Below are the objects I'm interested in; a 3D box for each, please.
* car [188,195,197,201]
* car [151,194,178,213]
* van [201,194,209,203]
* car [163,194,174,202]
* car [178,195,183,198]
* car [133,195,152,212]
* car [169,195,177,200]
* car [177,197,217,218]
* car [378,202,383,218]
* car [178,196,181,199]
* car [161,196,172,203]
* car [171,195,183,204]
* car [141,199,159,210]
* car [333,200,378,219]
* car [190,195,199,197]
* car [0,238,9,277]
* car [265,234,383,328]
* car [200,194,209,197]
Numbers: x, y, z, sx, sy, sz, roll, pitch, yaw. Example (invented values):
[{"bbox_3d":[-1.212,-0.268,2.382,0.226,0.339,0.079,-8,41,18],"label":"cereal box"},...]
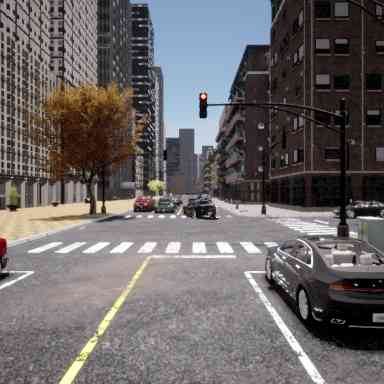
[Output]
[{"bbox_3d":[0.187,1.462,79.043,2.033,1.411,5.357,0,0,0],"label":"car"},{"bbox_3d":[-2.985,1.371,36.995,2.097,1.767,4.553,0,0,-1],"label":"car"},{"bbox_3d":[2.860,1.402,72.431,1.690,1.788,3.998,0,0,0],"label":"van"},{"bbox_3d":[-5.508,1.386,77.973,2.192,1.841,5.009,0,0,0],"label":"car"},{"bbox_3d":[-2.959,1.529,55.291,2.128,1.511,4.902,0,0,0],"label":"car"},{"bbox_3d":[-5.600,1.336,39.313,2.192,1.841,5.009,0,0,0],"label":"car"},{"bbox_3d":[-5.469,1.654,94.542,2.008,1.369,4.403,0,0,0],"label":"car"},{"bbox_3d":[0.607,1.519,30.022,1.837,1.490,4.892,-4,1,-21],"label":"car"},{"bbox_3d":[16.686,1.302,23.730,5.357,1.411,2.033,-1,0,0],"label":"car"},{"bbox_3d":[-2.990,1.629,45.979,1.895,1.301,4.718,0,0,0],"label":"car"},{"bbox_3d":[-5.521,1.627,72.451,1.947,1.339,4.313,0,0,0],"label":"car"},{"bbox_3d":[-2.889,1.402,65.096,2.097,1.767,4.553,0,0,1],"label":"car"},{"bbox_3d":[-5.586,1.592,44.836,1.947,1.339,4.313,0,0,0],"label":"car"},{"bbox_3d":[13.487,1.350,26.286,4.403,1.369,2.008,-1,1,0],"label":"car"},{"bbox_3d":[0.161,1.547,68.621,2.128,1.511,4.902,0,0,0],"label":"car"},{"bbox_3d":[-5.675,1.545,6.925,1.887,1.381,4.507,0,0,0],"label":"car"},{"bbox_3d":[2.705,1.551,6.905,2.008,1.369,4.403,0,0,0],"label":"car"},{"bbox_3d":[2.834,1.611,61.384,1.947,1.339,4.313,0,0,0],"label":"car"}]
